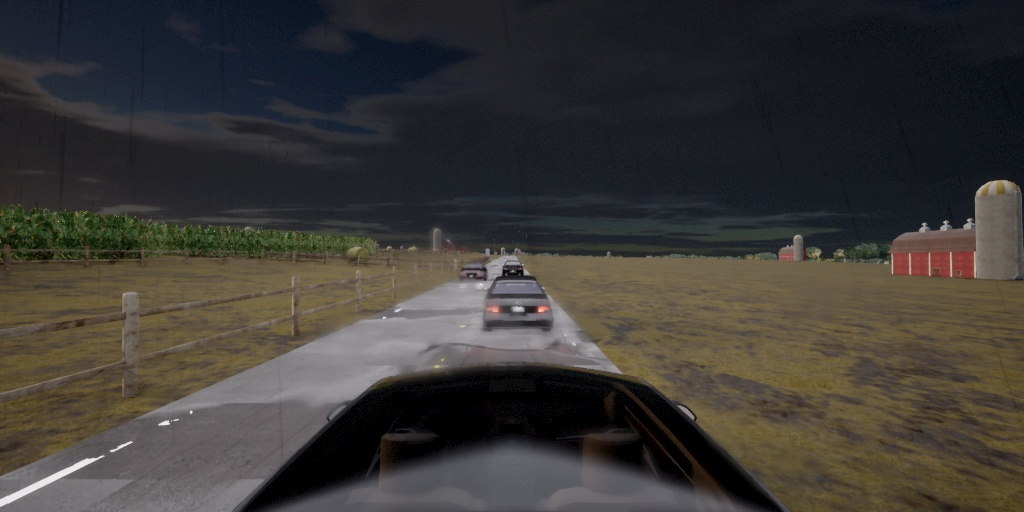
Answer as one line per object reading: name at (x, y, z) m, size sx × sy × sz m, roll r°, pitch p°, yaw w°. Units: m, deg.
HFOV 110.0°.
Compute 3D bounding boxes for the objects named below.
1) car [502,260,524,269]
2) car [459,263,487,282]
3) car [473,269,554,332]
car at (0.083, 1.130, 33.055) m, size 1.882 × 1.535 × 5.008 m, roll 0°, pitch 0°, yaw 0°
car at (-2.864, 1.246, 27.524) m, size 1.994 × 1.385 × 4.181 m, roll 0°, pitch 0°, yaw 0°
car at (0.112, 1.289, 10.839) m, size 2.033 × 1.411 × 5.357 m, roll 0°, pitch 0°, yaw -1°
